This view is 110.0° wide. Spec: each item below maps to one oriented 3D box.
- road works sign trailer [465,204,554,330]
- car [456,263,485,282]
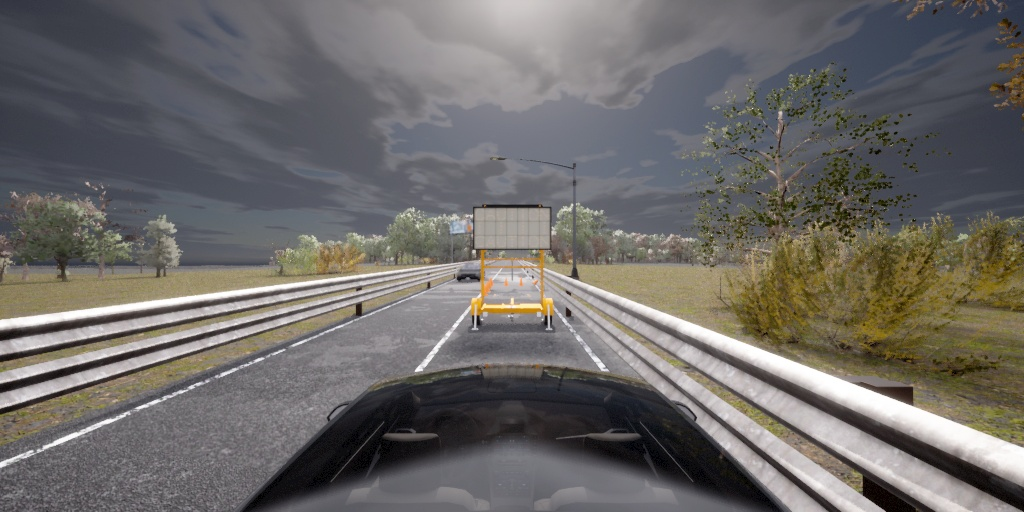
[{"bbox_3d":[0.009,0.218,11.101,2.380,3.560,2.880,0,0,0],"label":"road works sign trailer"},{"bbox_3d":[-3.252,1.308,29.185,2.033,1.411,5.357,0,0,0],"label":"car"}]
